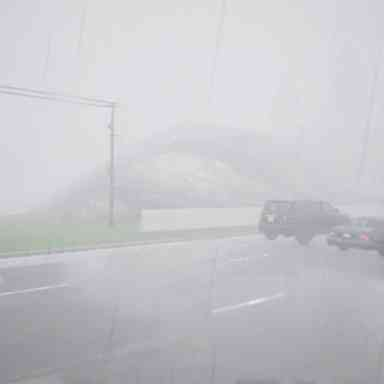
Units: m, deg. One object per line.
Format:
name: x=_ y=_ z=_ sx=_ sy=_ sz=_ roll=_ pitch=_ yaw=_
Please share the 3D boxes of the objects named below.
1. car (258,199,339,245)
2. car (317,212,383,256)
car: x=5.736 y=1.350 z=16.553 sx=5.566 sy=2.045 sz=2.150 roll=0 pitch=0 yaw=-35
car: x=7.739 y=1.680 z=13.683 sx=5.357 sy=1.411 sz=2.033 roll=1 pitch=0 yaw=-35
